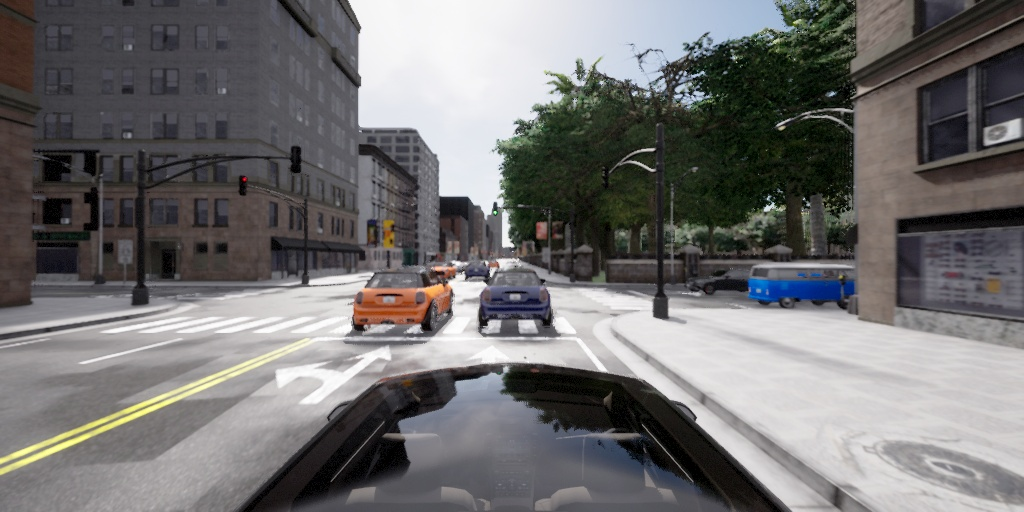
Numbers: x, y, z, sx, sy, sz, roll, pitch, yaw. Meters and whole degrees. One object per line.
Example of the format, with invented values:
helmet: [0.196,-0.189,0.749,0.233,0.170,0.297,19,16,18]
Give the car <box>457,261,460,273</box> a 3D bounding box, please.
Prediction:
car: [-6.640,1.291,34.222,2.097,1.767,4.553,0,0,0]

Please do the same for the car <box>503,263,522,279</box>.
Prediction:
car: [0.047,1.479,36.821,1.812,1.442,4.674,0,0,0]

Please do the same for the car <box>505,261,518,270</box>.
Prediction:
car: [-0.095,1.590,64.418,2.128,1.511,4.902,0,0,0]

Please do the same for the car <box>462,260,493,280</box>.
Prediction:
car: [-3.198,1.291,34.265,2.097,1.767,4.553,0,0,0]

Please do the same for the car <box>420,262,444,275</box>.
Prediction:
car: [-9.901,1.499,44.721,1.837,1.490,4.892,0,0,0]

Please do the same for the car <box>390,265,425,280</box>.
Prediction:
car: [-9.890,1.540,34.299,1.895,1.301,4.718,0,0,0]

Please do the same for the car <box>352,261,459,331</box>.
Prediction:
car: [-3.163,1.161,11.336,2.097,1.767,4.553,0,0,0]

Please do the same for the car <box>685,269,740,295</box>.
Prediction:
car: [12.573,1.463,20.898,4.674,1.442,1.812,0,0,-1]

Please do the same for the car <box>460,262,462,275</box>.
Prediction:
car: [-6.654,1.481,43.879,2.128,1.511,4.902,0,0,0]

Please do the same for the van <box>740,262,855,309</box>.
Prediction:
van: [12.143,1.237,14.939,3.998,1.789,1.690,0,0,1]

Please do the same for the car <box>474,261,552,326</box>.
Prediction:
car: [0.088,1.165,12.032,2.097,1.767,4.553,0,0,0]
